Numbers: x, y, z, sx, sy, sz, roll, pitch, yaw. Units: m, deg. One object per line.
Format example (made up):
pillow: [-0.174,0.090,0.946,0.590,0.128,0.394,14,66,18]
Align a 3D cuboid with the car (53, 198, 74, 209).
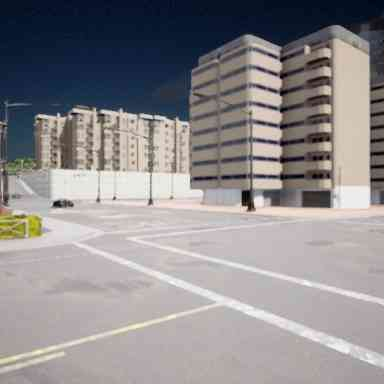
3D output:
car: [-17.745,1.534,45.815,1.994,1.385,4.181,0,0,-36]
